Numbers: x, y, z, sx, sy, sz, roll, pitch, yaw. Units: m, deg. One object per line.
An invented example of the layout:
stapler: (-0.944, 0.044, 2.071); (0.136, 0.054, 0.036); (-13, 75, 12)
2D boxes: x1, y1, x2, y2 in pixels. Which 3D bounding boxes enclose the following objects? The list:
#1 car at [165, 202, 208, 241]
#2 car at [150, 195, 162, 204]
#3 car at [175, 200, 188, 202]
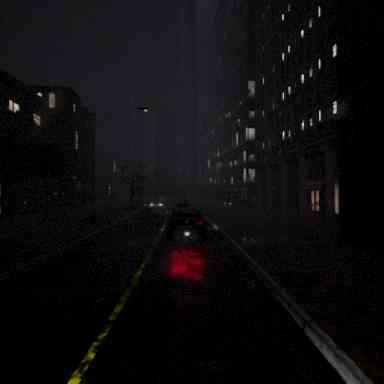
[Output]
car: (-0.276, 1.507, 16.633); (1.837, 1.490, 4.892); (0, 1, -2)
car: (-6.743, 1.311, 62.397); (2.097, 1.767, 4.553); (0, 0, -7)
car: (-1.035, 1.518, 32.045); (1.812, 1.442, 4.674); (0, 0, -3)
